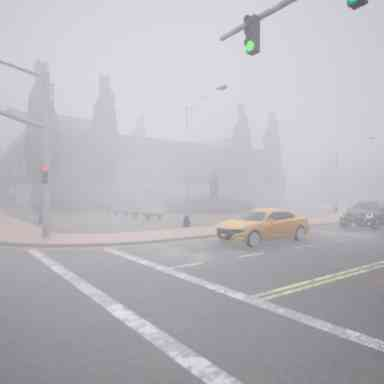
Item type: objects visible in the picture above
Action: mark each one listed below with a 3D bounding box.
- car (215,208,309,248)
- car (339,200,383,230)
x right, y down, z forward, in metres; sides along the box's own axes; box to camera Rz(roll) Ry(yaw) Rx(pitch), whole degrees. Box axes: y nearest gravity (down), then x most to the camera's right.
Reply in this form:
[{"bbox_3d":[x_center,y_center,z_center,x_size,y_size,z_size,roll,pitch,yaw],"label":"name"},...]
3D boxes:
[{"bbox_3d":[3.293,1.508,15.181,5.008,1.535,1.882,0,0,-36],"label":"car"},{"bbox_3d":[11.385,1.389,21.492,4.553,1.767,2.097,0,0,-41],"label":"car"}]
